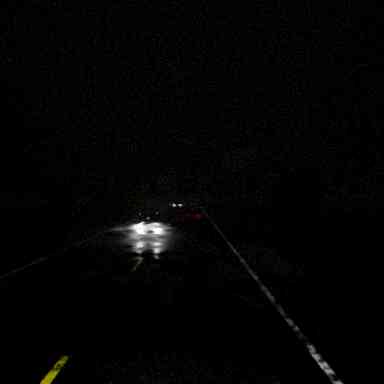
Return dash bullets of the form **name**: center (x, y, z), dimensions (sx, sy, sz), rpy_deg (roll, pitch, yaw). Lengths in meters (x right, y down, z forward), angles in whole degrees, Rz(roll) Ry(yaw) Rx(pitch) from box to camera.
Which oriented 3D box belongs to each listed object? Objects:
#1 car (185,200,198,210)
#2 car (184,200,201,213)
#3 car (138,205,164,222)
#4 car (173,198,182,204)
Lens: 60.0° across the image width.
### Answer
- **car**: center (-0.074, 2.077, 54.178), dimensions (2.033, 1.411, 5.357), rpy_deg (0, -1, 0)
- **car**: center (0.044, 1.942, 42.402), dimensions (1.812, 1.442, 4.674), rpy_deg (0, 0, 0)
- **car**: center (-3.639, 1.896, 29.859), dimensions (1.895, 1.301, 4.718), rpy_deg (0, -1, 0)
- **car**: center (-3.611, 2.314, 81.964), dimensions (1.812, 1.442, 4.674), rpy_deg (0, -1, 0)
